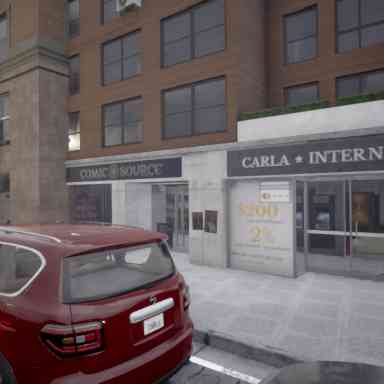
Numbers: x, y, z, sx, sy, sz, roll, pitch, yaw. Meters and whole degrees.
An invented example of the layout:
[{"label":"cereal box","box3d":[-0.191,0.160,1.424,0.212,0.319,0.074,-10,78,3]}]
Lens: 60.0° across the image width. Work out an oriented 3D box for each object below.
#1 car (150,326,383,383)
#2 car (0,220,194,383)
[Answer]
[{"label":"car","box3d":[2.163,1.550,1.315,4.403,1.369,2.008,0,-1,35]},{"label":"car","box3d":[-2.301,1.318,4.497,5.009,1.841,2.192,0,-1,35]}]
